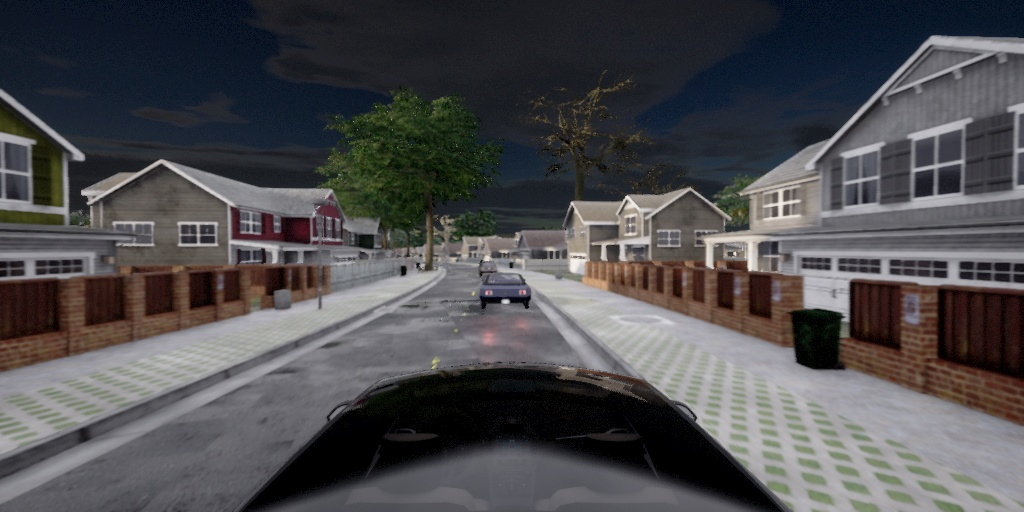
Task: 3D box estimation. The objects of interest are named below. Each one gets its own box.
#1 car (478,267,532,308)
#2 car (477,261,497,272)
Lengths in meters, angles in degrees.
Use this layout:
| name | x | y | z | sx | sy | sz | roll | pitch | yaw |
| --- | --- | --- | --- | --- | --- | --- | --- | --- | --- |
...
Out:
| name | x | y | z | sx | sy | sz | roll | pitch | yaw |
| --- | --- | --- | --- | --- | --- | --- | --- | --- | --- |
| car | -0.342 | 1.330 | 14.947 | 1.895 | 1.301 | 4.718 | 0 | 0 | -3 |
| car | -2.533 | 1.249 | 36.696 | 2.033 | 1.411 | 5.357 | 0 | 0 | -8 |
